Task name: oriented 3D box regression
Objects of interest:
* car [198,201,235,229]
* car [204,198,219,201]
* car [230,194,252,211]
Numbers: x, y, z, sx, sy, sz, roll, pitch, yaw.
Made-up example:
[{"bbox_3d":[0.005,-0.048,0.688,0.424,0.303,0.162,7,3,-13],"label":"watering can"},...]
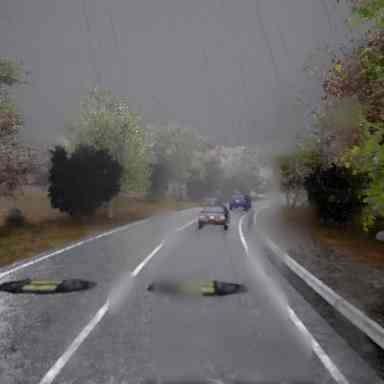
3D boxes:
[{"bbox_3d":[1.533,1.530,21.741,2.033,1.411,5.357,1,0,9],"label":"car"},{"bbox_3d":[2.546,1.484,42.826,1.994,1.385,4.181,1,0,17],"label":"car"},{"bbox_3d":[6.246,1.234,42.407,2.150,2.045,5.566,1,0,17],"label":"car"}]
